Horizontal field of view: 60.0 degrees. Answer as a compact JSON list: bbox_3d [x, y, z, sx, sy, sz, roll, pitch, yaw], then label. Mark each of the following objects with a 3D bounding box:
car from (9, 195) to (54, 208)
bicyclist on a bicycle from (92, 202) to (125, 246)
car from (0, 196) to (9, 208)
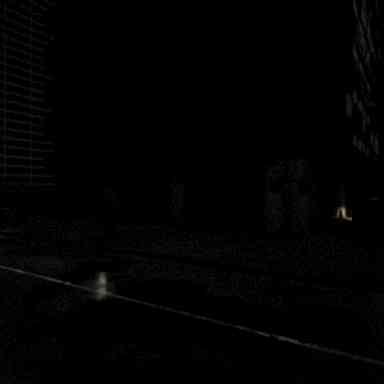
[{"bbox_3d":[-19.024,1.131,40.598,2.128,1.511,4.902,1,0,33],"label":"car"},{"bbox_3d":[-3.180,1.209,12.758,0.582,1.620,1.656,1,1,33],"label":"bicyclist on a bicycle"},{"bbox_3d":[-22.466,1.158,41.732,2.033,1.411,5.357,1,0,33],"label":"car"}]
